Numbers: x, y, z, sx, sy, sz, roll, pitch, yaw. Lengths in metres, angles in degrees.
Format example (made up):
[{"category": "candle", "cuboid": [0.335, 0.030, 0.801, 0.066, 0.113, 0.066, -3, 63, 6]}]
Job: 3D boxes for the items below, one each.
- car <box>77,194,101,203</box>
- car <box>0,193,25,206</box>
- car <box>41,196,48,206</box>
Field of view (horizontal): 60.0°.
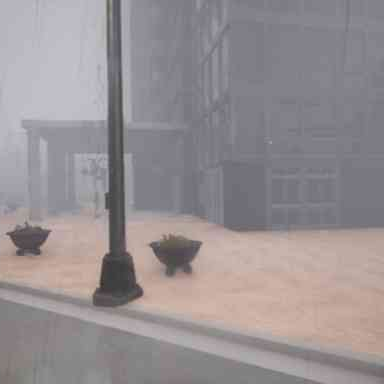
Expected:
[{"category": "car", "cuboid": [-19.424, 1.204, 62.765, 1.837, 1.490, 4.892, -1, 1, 30]}, {"category": "car", "cuboid": [-27.701, 1.169, 49.190, 2.150, 2.045, 5.566, 0, 1, 37]}, {"category": "car", "cuboid": [-22.056, 1.331, 50.409, 1.882, 1.535, 5.008, -1, 0, 26]}]
